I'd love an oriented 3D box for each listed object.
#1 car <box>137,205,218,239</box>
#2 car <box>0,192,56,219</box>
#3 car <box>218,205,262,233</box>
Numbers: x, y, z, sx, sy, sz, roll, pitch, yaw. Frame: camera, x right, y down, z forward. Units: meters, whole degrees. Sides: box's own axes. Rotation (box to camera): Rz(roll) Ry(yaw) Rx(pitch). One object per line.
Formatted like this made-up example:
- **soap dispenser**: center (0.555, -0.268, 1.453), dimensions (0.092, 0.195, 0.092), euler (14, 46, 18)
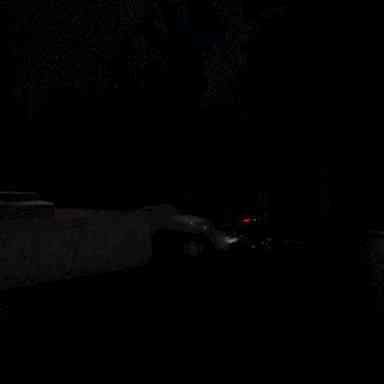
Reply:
- **car**: center (-1.315, 1.433, 17.027), dimensions (4.674, 1.442, 1.812), euler (1, 1, 32)
- **car**: center (-12.058, 0.998, 23.637), dimensions (5.566, 2.045, 2.150), euler (1, 1, 32)
- **car**: center (1.231, 1.455, 18.953), dimensions (5.357, 1.411, 2.033), euler (1, 1, 36)
